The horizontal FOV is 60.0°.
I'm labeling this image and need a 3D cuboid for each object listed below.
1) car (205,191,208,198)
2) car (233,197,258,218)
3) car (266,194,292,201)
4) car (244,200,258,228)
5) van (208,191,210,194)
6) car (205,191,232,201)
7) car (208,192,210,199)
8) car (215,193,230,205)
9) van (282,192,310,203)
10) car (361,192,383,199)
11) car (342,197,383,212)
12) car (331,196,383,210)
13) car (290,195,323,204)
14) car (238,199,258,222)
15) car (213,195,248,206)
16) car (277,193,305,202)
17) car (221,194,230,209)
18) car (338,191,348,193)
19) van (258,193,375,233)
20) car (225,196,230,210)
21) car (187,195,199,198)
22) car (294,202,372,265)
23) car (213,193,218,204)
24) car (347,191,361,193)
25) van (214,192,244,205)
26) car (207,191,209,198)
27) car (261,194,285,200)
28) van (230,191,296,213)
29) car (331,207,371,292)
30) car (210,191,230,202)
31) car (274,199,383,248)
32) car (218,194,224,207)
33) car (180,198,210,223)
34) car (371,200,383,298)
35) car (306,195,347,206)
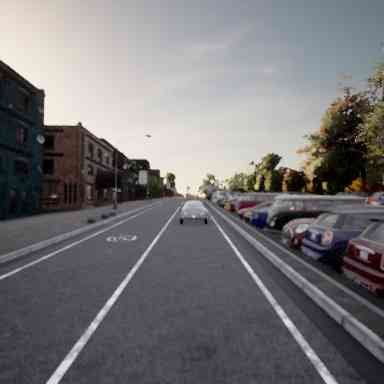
[{"bbox_3d":[5.638,0.874,62.864,5.566,2.045,2.435,0,0,0],"label":"car"},{"bbox_3d":[5.617,1.343,23.624,4.792,1.488,2.163,0,0,0],"label":"car"},{"bbox_3d":[18.698,1.118,71.259,5.008,1.535,2.097,0,0,0],"label":"car"},{"bbox_3d":[5.647,1.352,18.017,5.008,1.535,2.097,0,0,0],"label":"car"},{"bbox_3d":[5.494,0.917,57.259,4.442,1.987,1.878,0,0,0],"label":"van"},{"bbox_3d":[5.642,0.867,71.274,5.566,2.045,2.435,0,0,0],"label":"car"},{"bbox_3d":[5.606,1.154,54.456,4.892,1.521,2.231,0,0,0],"label":"car"},{"bbox_3d":[5.598,1.237,40.441,4.792,1.488,2.163,0,0,0],"label":"car"},{"bbox_3d":[18.805,0.907,60.122,4.442,1.987,1.878,0,0,0],"label":"van"},{"bbox_3d":[18.690,1.022,29.608,5.566,2.045,2.435,0,0,0],"label":"car"},{"bbox_3d":[18.710,1.276,35.179,4.674,1.452,2.002,0,0,0],"label":"car"},{"bbox_3d":[18.704,1.222,37.840,5.008,1.535,2.097,0,0,0],"label":"car"},{"bbox_3d":[18.690,1.193,54.551,4.674,1.452,2.002,0,0,0],"label":"car"},{"bbox_3d":[5.620,1.363,20.820,4.792,1.488,2.163,0,0,0],"label":"car"},{"bbox_3d":[5.612,1.174,48.850,5.008,1.535,2.097,0,0,0],"label":"car"},{"bbox_3d":[18.658,1.000,62.903,4.553,1.767,2.185,0,0,0],"label":"car"},{"bbox_3d":[5.822,1.252,32.033,5.366,1.575,1.946,0,0,0],"label":"car"},{"bbox_3d":[18.678,0.956,40.625,5.566,2.045,2.435,0,0,0],"label":"car"},{"bbox_3d":[5.539,1.146,15.212,4.442,1.987,1.878,0,0,0],"label":"van"},{"bbox_3d":[5.669,1.304,29.230,4.792,1.488,2.163,0,0,0],"label":"car"},{"bbox_3d":[0.109,1.090,40.744,2.097,1.767,4.553,0,0,0],"label":"car"},{"bbox_3d":[5.630,1.285,9.607,4.553,1.767,2.185,0,0,0],"label":"car"},{"bbox_3d":[5.619,1.196,43.239,4.892,1.521,2.231,0,0,0],"label":"car"},{"bbox_3d":[18.687,1.003,32.270,5.566,2.045,2.435,0,0,0],"label":"car"},{"bbox_3d":[5.731,0.938,51.652,4.442,1.987,1.878,0,0,0],"label":"van"},{"bbox_3d":[5.578,1.007,60.063,4.553,1.767,2.185,0,0,0],"label":"car"},{"bbox_3d":[18.692,1.131,76.827,5.008,1.535,2.097,0,0,0],"label":"car"},{"bbox_3d":[5.526,1.068,26.425,4.442,1.987,1.878,0,0,0],"label":"van"},{"bbox_3d":[5.634,1.305,6.803,4.553,1.767,2.185,0,0,0],"label":"car"},{"bbox_3d":[5.649,0.933,46.045,5.566,2.045,2.435,0,0,0],"label":"car"},{"bbox_3d":[5.690,1.266,12.410,4.553,1.767,2.185,0,0,0],"label":"car"},{"bbox_3d":[5.628,1.237,34.833,5.008,1.535,2.097,0,0,0],"label":"car"},{"bbox_3d":[0.105,1.365,23.948,1.812,1.442,4.674,0,0,0],"label":"car"},{"bbox_3d":[5.640,1.198,3.999,5.566,2.045,2.435,0,0,0],"label":"car"},{"bbox_3d":[18.671,1.214,46.195,4.792,1.488,2.163,0,0,0],"label":"car"}]
